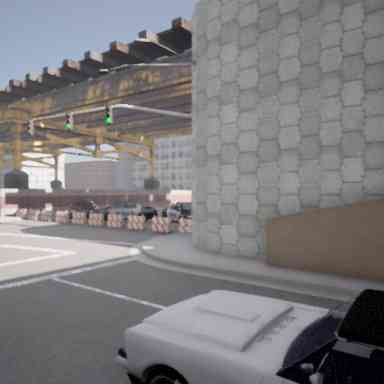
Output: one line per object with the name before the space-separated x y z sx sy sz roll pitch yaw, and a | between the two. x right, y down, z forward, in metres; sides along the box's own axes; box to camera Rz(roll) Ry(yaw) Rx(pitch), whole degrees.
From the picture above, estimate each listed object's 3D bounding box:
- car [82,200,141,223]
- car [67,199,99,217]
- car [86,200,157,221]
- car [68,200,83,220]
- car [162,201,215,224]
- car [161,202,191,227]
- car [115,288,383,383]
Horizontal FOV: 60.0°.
car | -5.127 1.412 24.577 4.974 1.542 2.038 0 0 0
car | -8.834 1.245 27.377 1.853 1.218 4.536 0 0 -10
car | -5.075 1.255 24.577 4.536 1.218 1.853 0 0 0
car | -8.825 1.403 27.326 2.038 1.542 4.974 0 0 -10
car | -0.377 1.266 22.044 1.853 1.218 4.536 0 0 -25
car | -0.355 1.423 21.997 2.038 1.542 4.974 0 0 -25
car | 1.541 1.600 2.862 4.718 1.301 1.895 0 0 36
